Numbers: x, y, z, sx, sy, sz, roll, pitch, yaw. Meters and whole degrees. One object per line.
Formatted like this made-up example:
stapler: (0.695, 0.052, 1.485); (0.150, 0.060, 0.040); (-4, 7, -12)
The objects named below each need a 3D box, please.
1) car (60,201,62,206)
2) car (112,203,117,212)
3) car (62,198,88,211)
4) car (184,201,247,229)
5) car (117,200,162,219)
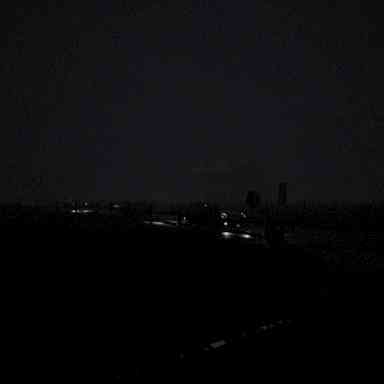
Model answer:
car: (-21.981, 1.842, 59.229); (2.128, 1.511, 4.902); (1, -1, -36)
car: (-8.118, 1.723, 39.892); (1.837, 1.490, 4.892); (1, -1, -36)
car: (-15.853, 1.587, 45.712); (2.097, 1.767, 4.553); (1, -1, -35)
car: (1.429, 1.425, 21.502); (2.097, 1.767, 4.553); (1, -1, -36)
car: (-4.492, 1.619, 29.778); (2.128, 1.511, 4.902); (1, -1, -36)
